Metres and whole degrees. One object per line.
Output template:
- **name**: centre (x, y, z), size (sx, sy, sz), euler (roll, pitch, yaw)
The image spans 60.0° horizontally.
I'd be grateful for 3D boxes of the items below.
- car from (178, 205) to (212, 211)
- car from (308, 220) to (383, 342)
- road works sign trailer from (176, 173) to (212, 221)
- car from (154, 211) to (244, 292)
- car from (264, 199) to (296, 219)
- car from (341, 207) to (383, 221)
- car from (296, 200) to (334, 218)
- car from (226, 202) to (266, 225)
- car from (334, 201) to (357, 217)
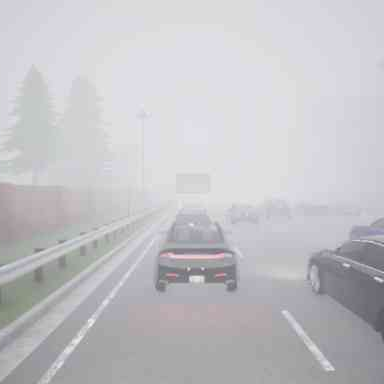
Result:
- **car**: centre (0.132, 1.476, 19.357), size (1.882, 1.535, 5.008), euler (0, 0, 3)
- **car**: centre (3.595, 1.505, 5.809), size (1.837, 1.490, 4.892), euler (0, 0, 0)
- **road works sign trailer**: centre (0.057, 0.467, 23.277), size (2.380, 3.560, 2.880), euler (0, 0, -2)
- **car**: centre (0.094, 1.492, 8.942), size (2.128, 1.511, 4.902), euler (0, 0, 0)
- **car**: centre (7.078, 1.355, 29.027), size (2.097, 1.767, 4.553), euler (0, 0, 0)
- **car**: centre (7.092, 1.479, 10.976), size (1.882, 1.535, 5.008), euler (0, 0, 0)
- **car**: centre (10.577, 1.481, 29.982), size (1.882, 1.535, 5.008), euler (0, 0, 0)
- **car**: centre (3.582, 1.550, 24.170), size (2.033, 1.411, 5.357), euler (0, 0, 0)
- **car**: centre (14.077, 1.567, 31.344), size (1.994, 1.385, 4.181), euler (0, 0, 0)
